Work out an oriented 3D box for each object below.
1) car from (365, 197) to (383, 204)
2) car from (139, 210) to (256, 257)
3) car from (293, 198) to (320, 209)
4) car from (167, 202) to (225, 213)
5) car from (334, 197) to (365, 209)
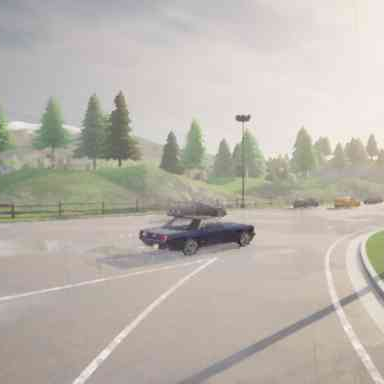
[{"bbox_3d":[33.152,1.509,60.605,4.181,1.385,1.994,0,0,-41],"label":"car"},{"bbox_3d":[0.397,1.590,13.041,4.718,1.301,1.895,0,0,-41],"label":"car"},{"bbox_3d":[15.514,1.485,45.044,4.674,1.442,1.812,0,0,-41],"label":"car"},{"bbox_3d":[0.435,1.524,27.073,5.357,1.411,2.033,0,0,-41],"label":"car"},{"bbox_3d":[21.236,1.437,45.425,5.008,1.535,1.882,0,0,-41],"label":"car"}]
